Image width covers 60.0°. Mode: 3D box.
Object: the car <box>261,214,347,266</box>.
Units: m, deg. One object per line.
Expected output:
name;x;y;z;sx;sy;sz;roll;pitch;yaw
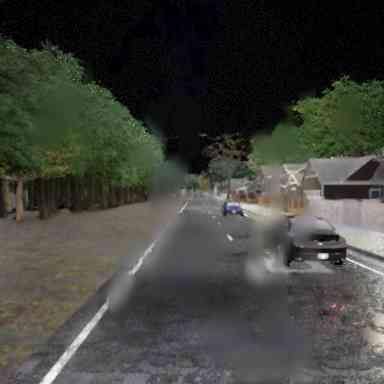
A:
car;3.710;1.560;11.773;1.837;1.490;4.892;0;0;1

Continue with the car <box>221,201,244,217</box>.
car;3.932;1.635;33.113;1.812;1.442;4.674;0;0;1
